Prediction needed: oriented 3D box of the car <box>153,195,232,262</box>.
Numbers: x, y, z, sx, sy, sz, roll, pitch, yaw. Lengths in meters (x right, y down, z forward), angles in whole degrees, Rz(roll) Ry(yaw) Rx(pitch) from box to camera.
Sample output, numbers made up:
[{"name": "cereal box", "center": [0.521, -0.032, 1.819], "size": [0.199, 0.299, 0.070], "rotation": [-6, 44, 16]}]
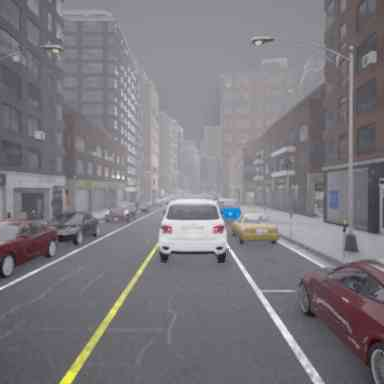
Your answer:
[{"name": "car", "center": [0.049, 1.267, 12.451], "size": [2.150, 2.045, 5.566], "rotation": [0, 0, 1]}]

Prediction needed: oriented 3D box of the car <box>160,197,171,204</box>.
[{"name": "car", "center": [-5.600, 1.833, 70.802], "size": [1.802, 1.307, 4.206], "rotation": [-1, 0, 0]}]

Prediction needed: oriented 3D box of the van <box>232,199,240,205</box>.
[{"name": "van", "center": [2.876, 1.436, 26.756], "size": [1.690, 1.788, 3.998], "rotation": [-1, 0, 0]}]

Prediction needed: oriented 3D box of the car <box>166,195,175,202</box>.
[{"name": "car", "center": [-5.586, 1.615, 87.326], "size": [2.192, 1.841, 5.009], "rotation": [-1, 0, 0]}]

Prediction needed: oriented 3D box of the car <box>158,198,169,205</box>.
[{"name": "car", "center": [-5.607, 1.816, 65.294], "size": [1.802, 1.307, 4.206], "rotation": [-1, 0, 0]}]

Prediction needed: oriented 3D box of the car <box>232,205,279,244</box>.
[{"name": "car", "center": [2.866, 1.582, 15.913], "size": [1.752, 1.417, 4.829], "rotation": [-1, 0, 0]}]

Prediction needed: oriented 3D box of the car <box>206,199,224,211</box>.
[{"name": "car", "center": [2.895, 1.706, 43.273], "size": [2.008, 1.369, 4.403], "rotation": [-1, 0, 0]}]

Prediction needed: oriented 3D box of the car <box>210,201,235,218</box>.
[{"name": "car", "center": [2.884, 1.666, 32.261], "size": [2.008, 1.369, 4.403], "rotation": [-1, 0, 0]}]

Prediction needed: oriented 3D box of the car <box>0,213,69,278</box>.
[{"name": "car", "center": [-5.665, 1.581, 10.218], "size": [1.887, 1.381, 4.507], "rotation": [-1, 0, 0]}]

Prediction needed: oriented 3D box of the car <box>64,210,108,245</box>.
[{"name": "car", "center": [-5.659, 1.621, 15.725], "size": [1.947, 1.339, 4.313], "rotation": [-1, 0, 0]}]

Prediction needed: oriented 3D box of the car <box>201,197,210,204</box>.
[{"name": "car", "center": [2.925, 1.777, 70.974], "size": [1.752, 1.417, 4.829], "rotation": [-1, 0, 0]}]

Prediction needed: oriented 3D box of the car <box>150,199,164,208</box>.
[{"name": "car", "center": [-5.618, 1.778, 54.279], "size": [1.802, 1.307, 4.206], "rotation": [-1, 0, 0]}]

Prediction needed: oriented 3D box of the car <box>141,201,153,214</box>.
[{"name": "car", "center": [-5.636, 1.701, 37.756], "size": [1.947, 1.339, 4.313], "rotation": [-1, 0, 0]}]

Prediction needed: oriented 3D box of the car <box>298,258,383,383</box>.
[{"name": "car", "center": [2.855, 1.599, 4.731], "size": [1.802, 1.307, 4.206], "rotation": [-1, 0, 0]}]

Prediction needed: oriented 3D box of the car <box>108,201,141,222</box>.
[{"name": "car", "center": [-5.649, 1.535, 26.741], "size": [1.967, 1.590, 4.097], "rotation": [-1, 0, 0]}]

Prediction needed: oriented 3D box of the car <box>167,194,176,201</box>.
[{"name": "car", "center": [-5.580, 1.630, 92.834], "size": [2.192, 1.841, 5.009], "rotation": [-1, 0, 0]}]

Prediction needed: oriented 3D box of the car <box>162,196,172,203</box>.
[{"name": "car", "center": [-5.596, 1.709, 76.310], "size": [1.967, 1.590, 4.097], "rotation": [-1, 0, 0]}]

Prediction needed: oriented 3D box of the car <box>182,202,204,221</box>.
[{"name": "car", "center": [0.082, 1.629, 29.272], "size": [1.812, 1.442, 4.674], "rotation": [0, 0, 1]}]

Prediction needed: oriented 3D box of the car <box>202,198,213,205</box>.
[{"name": "car", "center": [2.918, 1.800, 65.298], "size": [1.947, 1.339, 4.313], "rotation": [-1, 0, 0]}]

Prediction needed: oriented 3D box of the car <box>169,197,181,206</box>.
[{"name": "car", "center": [-2.995, 1.689, 58.749], "size": [1.882, 1.535, 5.008], "rotation": [0, 0, 1]}]
